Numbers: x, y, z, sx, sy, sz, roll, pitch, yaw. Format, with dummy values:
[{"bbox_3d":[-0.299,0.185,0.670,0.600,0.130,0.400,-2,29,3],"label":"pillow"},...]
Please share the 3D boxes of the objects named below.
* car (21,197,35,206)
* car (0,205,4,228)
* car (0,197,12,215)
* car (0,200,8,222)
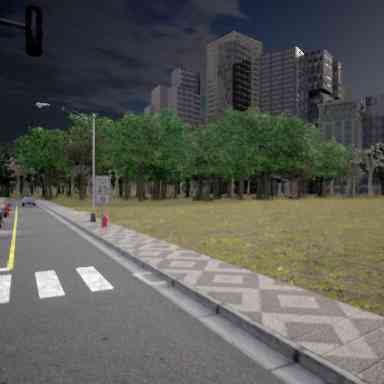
[{"bbox_3d":[-25.882,1.435,52.608,2.033,1.411,5.357,0,0,-28],"label":"car"},{"bbox_3d":[-8.784,1.464,12.959,2.128,1.511,4.902,0,0,-27],"label":"car"},{"bbox_3d":[-17.353,1.418,29.542,1.882,1.535,5.008,0,0,-27],"label":"car"},{"bbox_3d":[-13.026,1.462,21.140,1.837,1.490,4.892,0,0,-27],"label":"car"}]
